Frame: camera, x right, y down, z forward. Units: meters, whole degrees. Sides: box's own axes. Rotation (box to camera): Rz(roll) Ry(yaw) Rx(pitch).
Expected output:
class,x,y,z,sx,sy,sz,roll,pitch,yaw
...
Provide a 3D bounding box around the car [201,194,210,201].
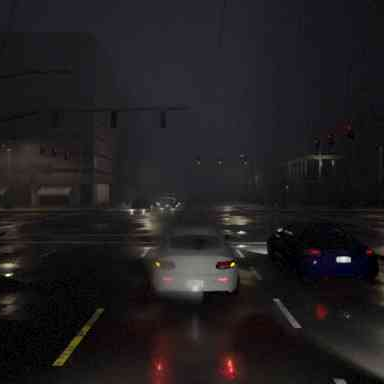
class,x,y,z,sx,sy,sz,roll,pitch,yaw
car,3.576,1.316,86.954,2.097,1.767,4.553,0,0,0

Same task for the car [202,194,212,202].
class,x,y,z,sx,sy,sz,roll,pitch,yaw
car,3.568,1.546,78.429,1.994,1.385,4.181,0,0,0

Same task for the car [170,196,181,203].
class,x,y,z,sx,sy,sz,roll,pitch,yaw
car,-3.439,1.553,70.423,1.994,1.385,4.181,0,0,0

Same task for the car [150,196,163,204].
class,x,y,z,sx,sy,sz,roll,pitch,yaw
car,-6.977,1.564,65.821,1.994,1.385,4.181,0,0,1

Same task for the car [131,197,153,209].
class,x,y,z,sx,sy,sz,roll,pitch,yaw
car,-7.082,1.478,46.101,1.882,1.535,5.008,0,0,1

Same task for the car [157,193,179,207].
class,x,y,z,sx,sy,sz,roll,pitch,yaw
car,-3.543,1.222,50.583,2.150,2.045,5.566,0,0,0

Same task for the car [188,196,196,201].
class,x,y,z,sx,sy,sz,roll,pitch,yaw
car,0.071,1.595,81.324,1.895,1.301,4.718,0,0,0

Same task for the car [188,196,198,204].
class,x,y,z,sx,sy,sz,roll,pitch,yaw
car,0.155,1.477,64.361,1.882,1.535,5.008,0,0,0

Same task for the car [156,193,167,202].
class,x,y,z,sx,sy,sz,roll,pitch,yaw
car,-6.934,1.225,76.512,2.150,2.045,5.566,0,0,0

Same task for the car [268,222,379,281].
class,x,y,z,sx,sy,sz,roll,pitch,yaw
car,3.588,1.564,9.861,1.994,1.385,4.181,0,0,0

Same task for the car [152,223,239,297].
class,x,y,z,sx,sy,sz,roll,pitch,yaw
car,0.079,1.526,8.455,1.812,1.442,4.674,0,0,0

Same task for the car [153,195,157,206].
class,x,y,z,sx,sy,sz,roll,pitch,yaw
car,-7.038,1.547,55.865,2.033,1.411,5.357,0,0,0

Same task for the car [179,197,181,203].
class,x,y,z,sx,sy,sz,roll,pitch,yaw
car,-3.518,1.478,60.586,1.882,1.535,5.008,0,0,0
